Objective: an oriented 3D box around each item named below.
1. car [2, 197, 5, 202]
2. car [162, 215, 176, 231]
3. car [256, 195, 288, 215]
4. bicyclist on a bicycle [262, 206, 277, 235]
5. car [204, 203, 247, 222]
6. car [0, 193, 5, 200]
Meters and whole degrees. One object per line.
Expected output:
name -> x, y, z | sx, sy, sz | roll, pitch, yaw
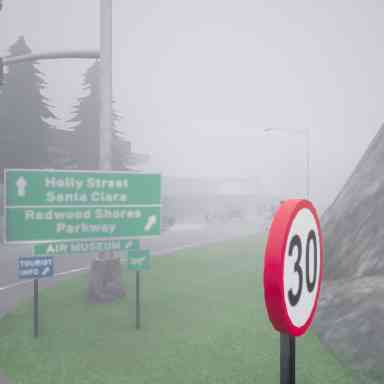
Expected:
car -> -12.266, 1.505, 26.086 | 1.905, 1.878, 3.866 | 0, 0, 35
car -> -3.145, 1.792, 20.044 | 1.895, 1.301, 4.718 | 0, 0, 36
car -> 9.026, 1.413, 36.639 | 2.150, 2.045, 5.566 | 0, 0, 36
bicyclist on a bicycle -> 4.672, 1.643, 18.706 | 1.656, 1.620, 0.582 | 0, 0, 36
car -> 2.902, 1.683, 28.298 | 2.128, 1.511, 4.902 | 0, 0, 36
car -> -38.316, 1.489, 70.119 | 4.514, 1.523, 2.007 | 0, 0, 35
